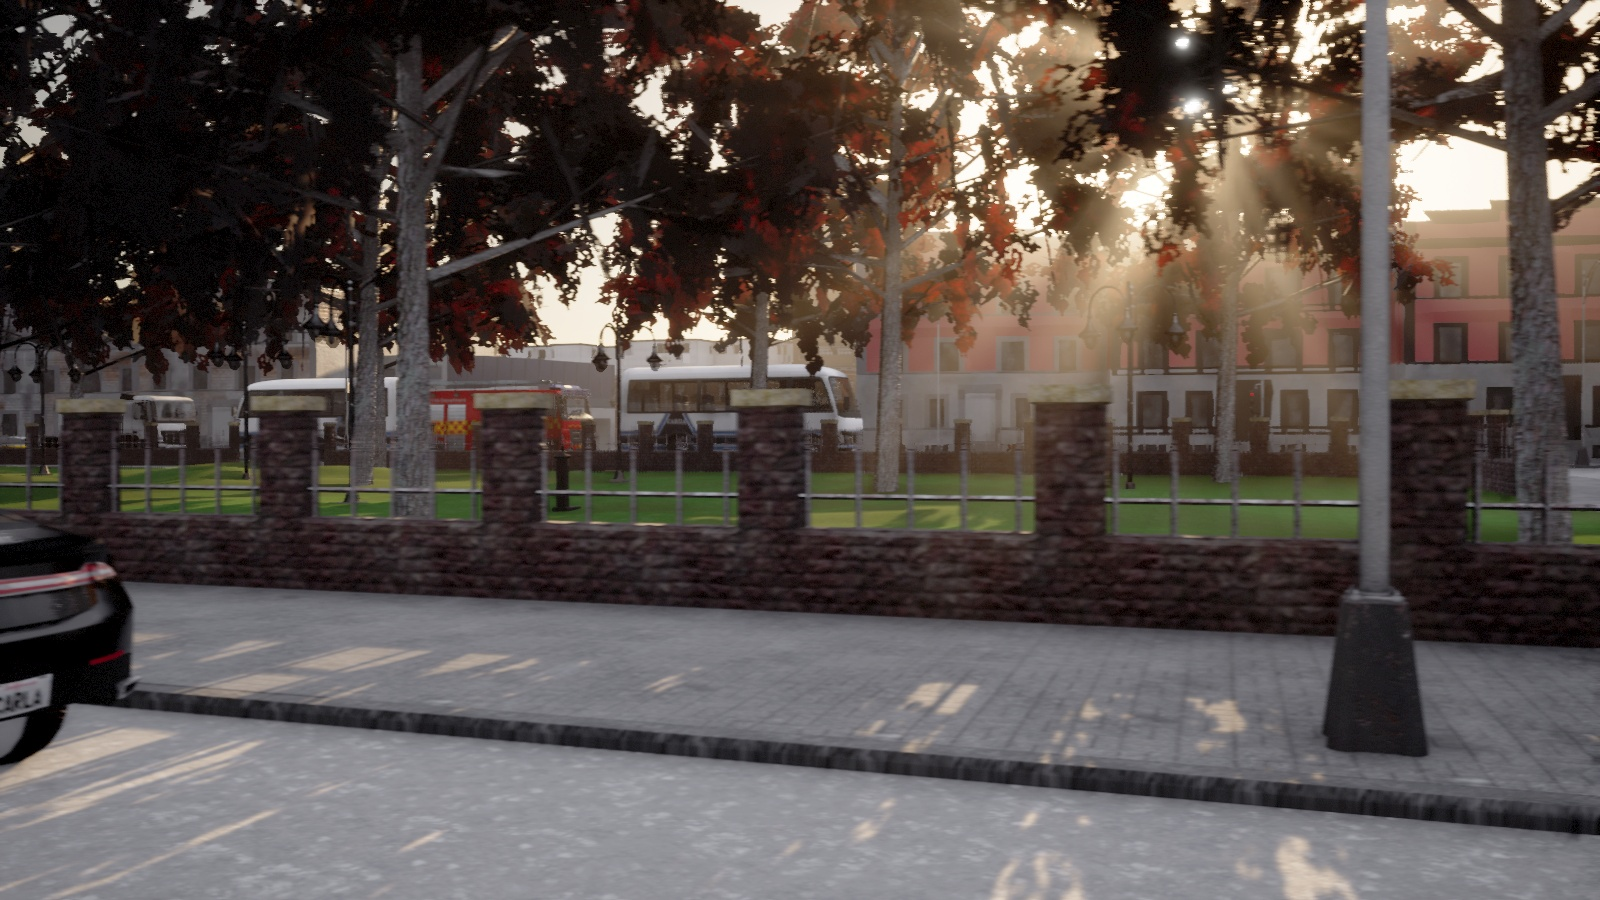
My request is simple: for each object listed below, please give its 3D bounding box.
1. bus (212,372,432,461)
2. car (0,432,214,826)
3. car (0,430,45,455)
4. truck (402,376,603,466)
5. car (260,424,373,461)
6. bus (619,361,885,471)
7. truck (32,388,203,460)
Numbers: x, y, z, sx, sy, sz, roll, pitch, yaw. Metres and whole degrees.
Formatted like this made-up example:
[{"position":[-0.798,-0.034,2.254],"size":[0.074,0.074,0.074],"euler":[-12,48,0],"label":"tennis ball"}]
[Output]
[{"position":[-24.277,-1.674,63.887],"size":[10.273,4.253,3.944],"euler":[1,1,19],"label":"bus"},{"position":[-5.409,0.671,5.591],"size":[4.902,1.511,2.128],"euler":[1,1,17],"label":"car"},{"position":[-43.869,-0.426,70.478],"size":[2.207,1.376,1.481],"euler":[1,1,19],"label":"car"},{"position":[-13.248,-1.291,55.956],"size":[8.468,3.827,2.891],"euler":[1,1,19],"label":"truck"},{"position":[-22.757,-0.375,59.170],"size":[4.611,1.667,2.242],"euler":[1,1,18],"label":"car"},{"position":[-1.986,-1.397,52.158],"size":[10.273,4.253,3.944],"euler":[1,1,19],"label":"bus"},{"position":[-34.256,-1.304,63.023],"size":[7.936,3.462,2.891],"euler":[0,1,19],"label":"truck"}]
